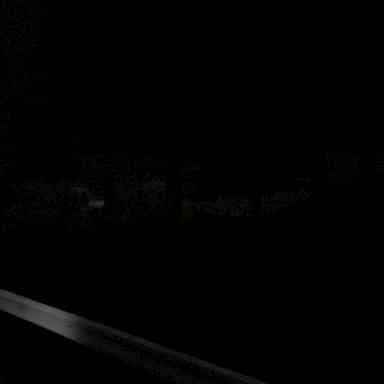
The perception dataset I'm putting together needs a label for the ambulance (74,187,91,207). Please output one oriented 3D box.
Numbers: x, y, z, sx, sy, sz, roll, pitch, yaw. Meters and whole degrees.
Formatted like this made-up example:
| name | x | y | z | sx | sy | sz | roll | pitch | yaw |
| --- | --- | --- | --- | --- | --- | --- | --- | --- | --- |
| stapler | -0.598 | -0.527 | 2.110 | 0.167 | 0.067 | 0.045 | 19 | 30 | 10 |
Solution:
| name | x | y | z | sx | sy | sz | roll | pitch | yaw |
| --- | --- | --- | --- | --- | --- | --- | --- | --- | --- |
| ambulance | -13.446 | 0.729 | 33.477 | 2.351 | 2.431 | 6.366 | 0 | 0 | 35 |
